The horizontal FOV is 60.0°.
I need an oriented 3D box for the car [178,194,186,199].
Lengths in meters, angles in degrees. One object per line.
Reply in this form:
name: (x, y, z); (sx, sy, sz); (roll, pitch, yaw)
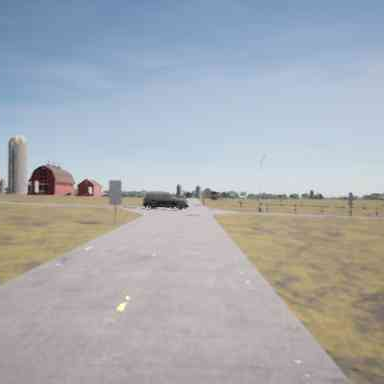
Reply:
car: (-2.752, 1.138, 91.995); (1.994, 1.385, 4.181); (0, 0, 0)

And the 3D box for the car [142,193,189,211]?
car: (-3.153, 1.169, 40.085); (5.566, 2.045, 2.150); (2, -1, 0)
